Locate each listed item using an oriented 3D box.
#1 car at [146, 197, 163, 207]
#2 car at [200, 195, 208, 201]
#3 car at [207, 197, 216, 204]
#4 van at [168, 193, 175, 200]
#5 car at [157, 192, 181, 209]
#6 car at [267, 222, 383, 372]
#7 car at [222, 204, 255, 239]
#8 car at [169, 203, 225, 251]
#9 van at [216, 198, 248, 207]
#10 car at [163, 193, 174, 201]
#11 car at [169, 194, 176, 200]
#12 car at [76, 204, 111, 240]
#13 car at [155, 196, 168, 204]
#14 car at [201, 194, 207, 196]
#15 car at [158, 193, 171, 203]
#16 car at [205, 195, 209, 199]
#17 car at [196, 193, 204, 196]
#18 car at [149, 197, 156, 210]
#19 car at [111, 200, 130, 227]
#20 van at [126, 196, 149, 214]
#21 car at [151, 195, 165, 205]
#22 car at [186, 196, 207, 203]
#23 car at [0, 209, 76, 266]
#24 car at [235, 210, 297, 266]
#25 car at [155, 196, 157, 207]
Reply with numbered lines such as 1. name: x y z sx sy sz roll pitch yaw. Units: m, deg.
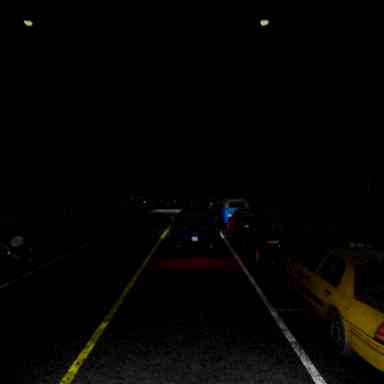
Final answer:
1. car: -5.644 1.485 50.447 1.947 1.339 4.313 0 0 0
2. car: 2.959 1.420 84.050 2.008 1.369 4.403 0 0 0
3. car: 2.843 1.490 33.632 1.887 1.381 4.507 0 0 0
4. van: -5.553 1.205 89.658 1.690 1.788 3.998 0 0 0
5. car: -2.991 1.150 44.189 2.150 2.045 5.566 0 0 0
6. car: 2.779 1.515 5.791 1.752 1.417 4.829 0 0 0
7. car: 2.805 1.517 16.825 1.887 1.381 4.507 0 0 0
8. car: 0.115 1.454 13.999 1.882 1.535 5.008 0 0 0
9. van: 2.818 1.304 22.427 1.690 1.788 3.998 0 0 0
10. car: -5.578 1.192 78.455 2.192 1.841 5.009 0 0 0
11. car: -5.541 1.384 95.090 1.752 1.417 4.829 0 0 0
12. car: -5.721 1.517 16.836 1.887 1.381 4.507 0 0 0
13. car: -5.618 1.467 61.650 1.947 1.339 4.313 0 0 0
14. car: 2.895 1.454 56.040 1.887 1.381 4.507 0 0 0
15. car: -5.604 1.208 67.252 2.192 1.841 5.009 0 0 0
16. car: 2.856 1.376 39.234 1.967 1.590 4.097 0 0 0
17. car: 2.554 1.237 72.668 2.097 1.767 4.553 0 0 0
18. car: -5.669 1.519 39.243 1.802 1.307 4.206 0 0 0
19. car: -5.708 1.508 22.438 1.887 1.381 4.507 0 0 0
20. van: -5.682 1.287 33.642 1.690 1.788 3.998 0 0 0
21. car: -5.630 1.350 56.048 1.967 1.590 4.097 0 0 0
22. car: 0.162 1.426 31.512 1.882 1.535 5.008 0 0 0
23. car: -5.733 1.422 11.234 1.967 1.590 4.097 0 0 0
24. car: 2.792 1.526 11.224 1.887 1.381 4.507 0 0 0
25. car: -5.656 1.368 44.845 1.967 1.590 4.097 0 0 0
